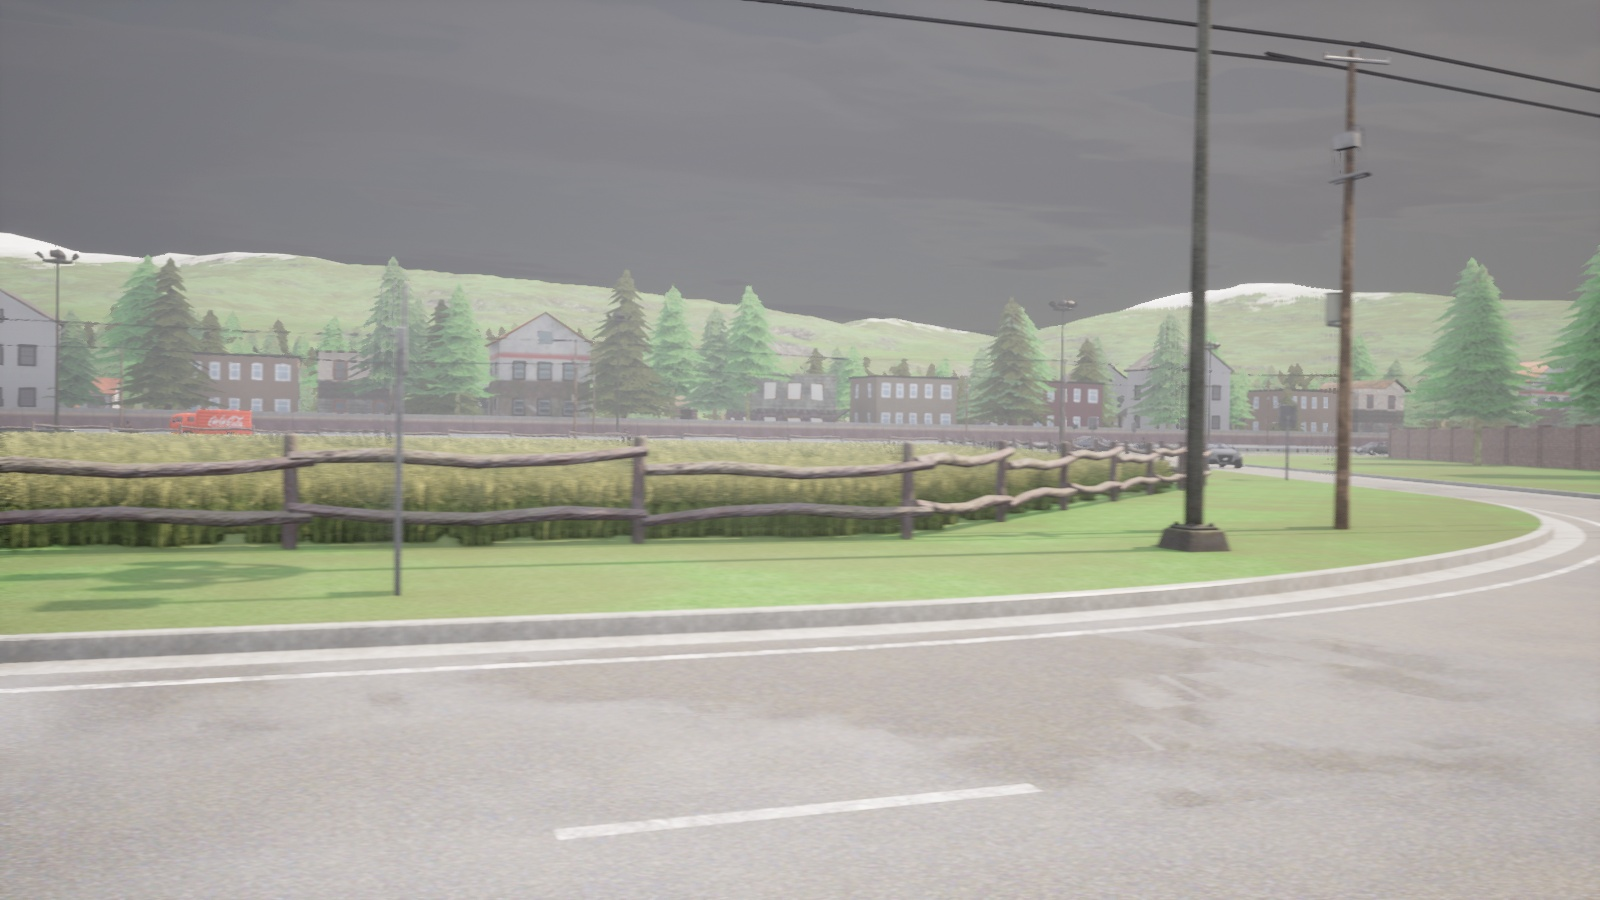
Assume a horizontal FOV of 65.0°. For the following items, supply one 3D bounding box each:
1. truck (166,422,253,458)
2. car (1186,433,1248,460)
[{"bbox_3d":[-40.925,-0.701,87.175,5.204,2.467,2.627,-1,1,-21],"label":"truck"},{"bbox_3d":[21.886,-0.198,66.065,1.994,1.385,4.181,0,1,3],"label":"car"}]
